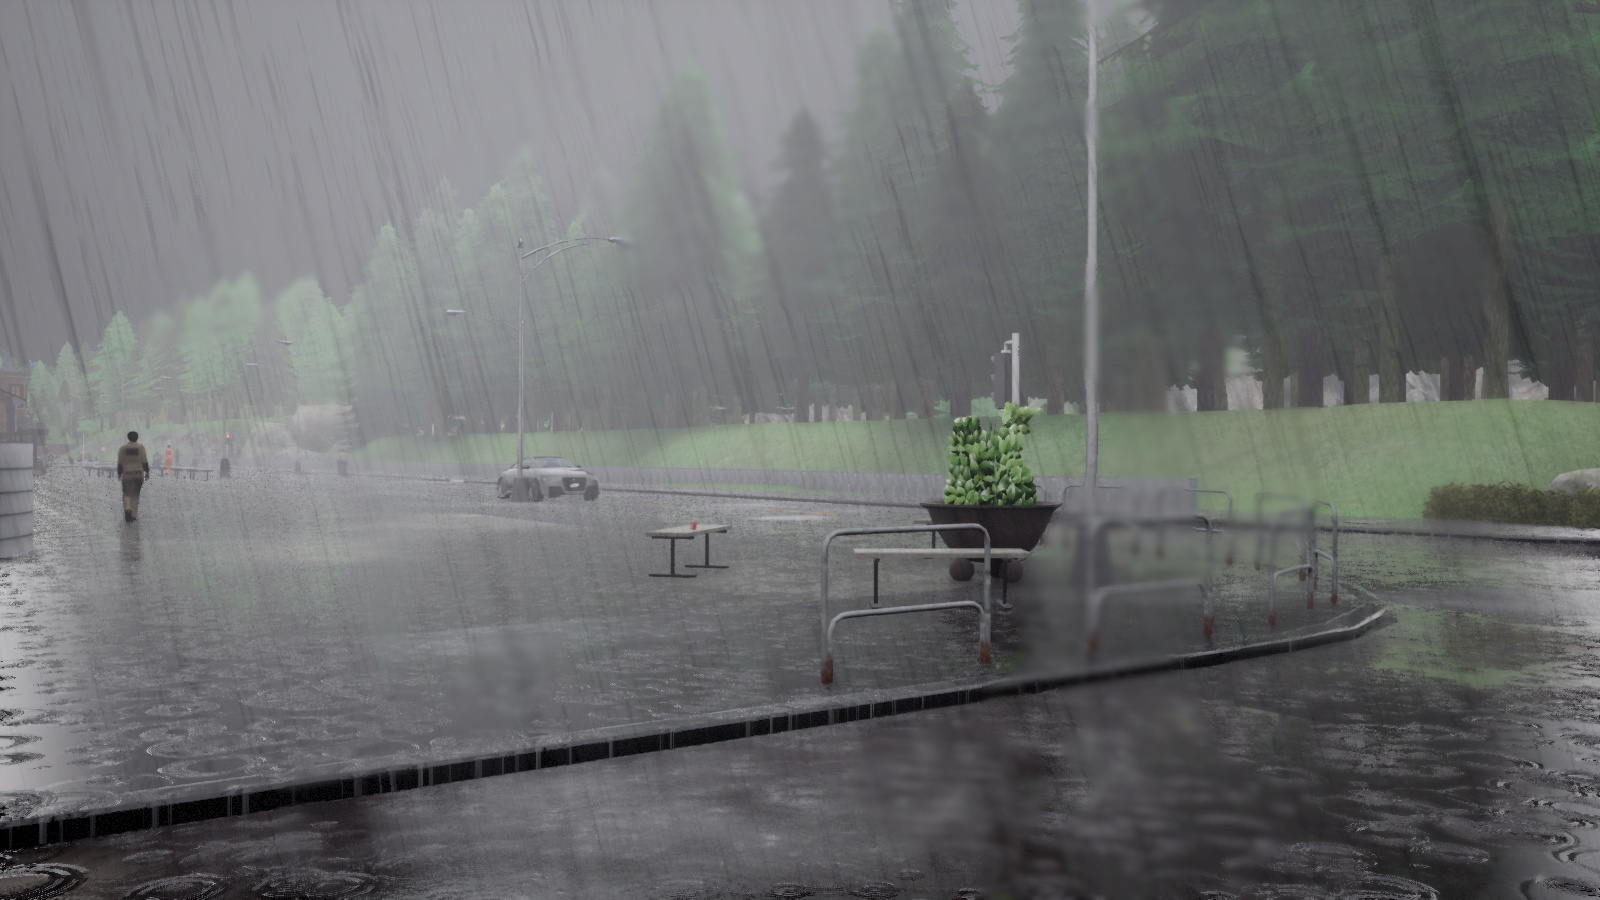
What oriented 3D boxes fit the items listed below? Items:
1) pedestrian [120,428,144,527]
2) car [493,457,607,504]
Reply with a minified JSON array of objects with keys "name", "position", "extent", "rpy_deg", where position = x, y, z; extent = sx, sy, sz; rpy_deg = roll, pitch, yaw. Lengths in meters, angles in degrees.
[{"name":"pedestrian","position":[-13.205,0.543,24.839],"extent":[0.396,1.930,0.692],"rpy_deg":[0,0,-26]},{"name":"car","position":[-7.889,0.922,39.406],"extent":[1.994,1.385,4.181],"rpy_deg":[0,0,-35]}]
